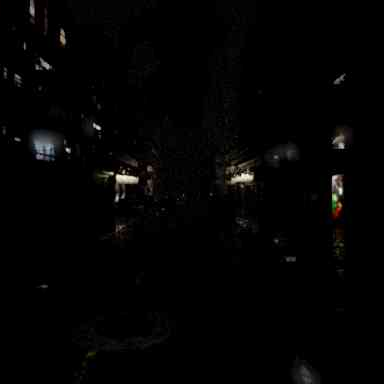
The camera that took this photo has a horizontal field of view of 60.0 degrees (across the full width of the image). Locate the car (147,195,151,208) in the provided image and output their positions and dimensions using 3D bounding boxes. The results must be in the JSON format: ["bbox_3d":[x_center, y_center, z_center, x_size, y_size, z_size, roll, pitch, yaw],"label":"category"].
[{"bbox_3d":[-5.290,1.145,39.233,1.967,1.590,4.097,-1,0,0],"label":"car"}]

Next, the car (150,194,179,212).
[{"bbox_3d":[-2.816,1.281,35.289,2.033,1.411,5.357,0,0,0],"label":"car"}]

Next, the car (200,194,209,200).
[{"bbox_3d":[2.622,1.042,73.003,1.802,1.307,4.206,-1,0,0],"label":"car"}]

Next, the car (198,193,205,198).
[{"bbox_3d":[2.637,0.921,89.996,1.802,1.307,4.206,-1,0,0],"label":"car"}]

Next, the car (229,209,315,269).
[{"bbox_3d":[2.533,1.469,10.697,2.008,1.369,4.403,-1,0,0],"label":"car"}]

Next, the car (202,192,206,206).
[{"bbox_3d":[2.594,1.146,39.017,1.967,1.590,4.097,-1,0,0],"label":"car"}]

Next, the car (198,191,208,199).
[{"bbox_3d":[2.623,0.734,78.665,2.192,1.841,5.009,-1,0,0],"label":"car"}]

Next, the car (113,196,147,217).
[{"bbox_3d":[-5.300,1.228,27.930,1.967,1.590,4.097,-1,0,0],"label":"car"}]

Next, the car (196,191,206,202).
[{"bbox_3d":[2.317,0.907,60.301,2.097,1.767,4.553,0,0,0],"label":"car"}]

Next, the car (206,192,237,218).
[{"bbox_3d":[2.567,1.105,27.688,2.192,1.841,5.009,-1,0,0],"label":"car"}]

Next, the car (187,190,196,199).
[{"bbox_3d":[0.070,0.526,77.950,2.150,2.045,5.566,0,0,0],"label":"car"}]

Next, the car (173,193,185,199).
[{"bbox_3d":[-2.681,0.898,76.359,1.837,1.490,4.892,0,0,0],"label":"car"}]

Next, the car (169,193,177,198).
[{"bbox_3d":[-5.244,0.883,90.093,1.887,1.381,4.507,-1,0,0],"label":"car"}]
